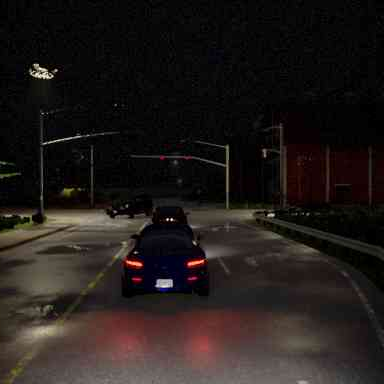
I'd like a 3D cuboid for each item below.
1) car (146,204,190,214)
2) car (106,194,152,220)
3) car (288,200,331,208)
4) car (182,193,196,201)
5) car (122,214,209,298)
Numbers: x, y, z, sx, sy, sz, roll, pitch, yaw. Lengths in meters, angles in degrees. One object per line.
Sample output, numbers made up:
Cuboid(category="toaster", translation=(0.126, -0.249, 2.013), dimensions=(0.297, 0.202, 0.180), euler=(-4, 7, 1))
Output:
Cuboid(category="car", translation=(-1.173, 1.505, 17.702), dimensions=(1.837, 1.490, 4.892), euler=(0, 0, -3))
Cuboid(category="car", translation=(-5.368, 1.236, 29.213), dimensions=(2.150, 2.045, 5.566), euler=(-2, -1, 17))
Cuboid(category="car", translation=(12.799, 1.553, 36.110), dimensions=(4.674, 1.442, 1.812), euler=(0, 0, -3))
Cuboid(category="car", translation=(-0.656, 1.146, 81.634), dimensions=(3.866, 1.878, 1.905), euler=(-3, 4, 44))
Cuboid(category="car", translation=(-0.623, 1.526, 8.457), dimensions=(1.812, 1.442, 4.674), euler=(0, 0, -3))
